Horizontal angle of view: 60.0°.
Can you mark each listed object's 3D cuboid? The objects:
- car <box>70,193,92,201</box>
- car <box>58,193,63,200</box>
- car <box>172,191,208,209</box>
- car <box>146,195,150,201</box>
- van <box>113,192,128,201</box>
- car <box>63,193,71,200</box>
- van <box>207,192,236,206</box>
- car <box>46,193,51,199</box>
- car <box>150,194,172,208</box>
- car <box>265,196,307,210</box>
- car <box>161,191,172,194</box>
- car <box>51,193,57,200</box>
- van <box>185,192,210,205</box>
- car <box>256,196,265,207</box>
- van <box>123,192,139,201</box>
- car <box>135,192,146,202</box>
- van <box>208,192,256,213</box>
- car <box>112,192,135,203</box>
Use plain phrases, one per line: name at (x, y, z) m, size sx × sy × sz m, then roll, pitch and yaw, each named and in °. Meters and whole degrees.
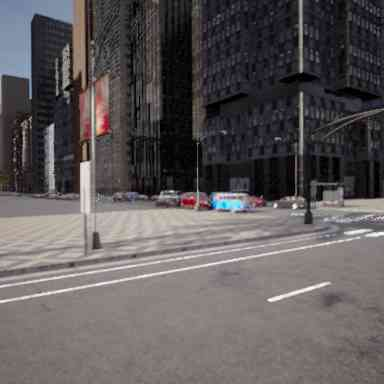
car at (-22.718, 1.223, 68.108) m, size 2.008 × 1.369 × 4.403 m, roll -1°, pitch 0°, yaw -36°
car at (-29.218, 1.198, 77.209) m, size 1.752 × 1.417 × 4.829 m, roll -1°, pitch 0°, yaw -36°
car at (0.377, 0.996, 35.765) m, size 2.192 × 1.841 × 5.009 m, roll -1°, pitch 0°, yaw -36°
car at (-5.883, 1.164, 59.203) m, size 1.802 × 1.307 × 4.206 m, roll -1°, pitch 0°, yaw -36°
van at (-15.784, 0.923, 73.063) m, size 1.690 × 1.788 × 3.998 m, roll -1°, pitch 0°, yaw -36°
car at (-26.018, 1.113, 72.727) m, size 1.967 × 1.590 × 4.097 m, roll -1°, pitch 0°, yaw -36°
van at (4.014, 0.928, 45.341) m, size 1.690 × 1.788 × 3.998 m, roll -1°, pitch 0°, yaw -36°
car at (-35.817, 1.198, 86.449) m, size 1.752 × 1.417 × 4.829 m, roll -1°, pitch 0°, yaw -36°
car at (-2.921, 1.260, 40.387) m, size 1.802 × 1.307 × 4.206 m, roll -1°, pitch 0°, yaw -36°
car at (10.615, 1.146, 36.102) m, size 2.008 × 1.369 × 4.403 m, roll -1°, pitch 0°, yaw -36°
car at (-2.245, 0.869, 44.025) m, size 2.150 × 2.045 × 5.566 m, roll -1°, pitch 1°, yaw -35°
car at (-32.616, 1.238, 81.968) m, size 1.947 × 1.339 × 4.313 m, roll -1°, pitch 0°, yaw -36°
van at (0.714, 0.925, 49.961) m, size 1.690 × 1.788 × 3.998 m, roll -1°, pitch 0°, yaw -36°
car at (7.315, 1.172, 40.722) m, size 1.802 × 1.307 × 4.206 m, roll -1°, pitch 0°, yaw -36°
van at (-12.485, 0.923, 68.442) m, size 1.690 × 1.788 × 3.998 m, roll -1°, pitch 0°, yaw -36°
car at (-9.183, 1.164, 63.823) m, size 1.802 × 1.307 × 4.206 m, roll -1°, pitch 0°, yaw -36°
van at (3.677, 1.027, 31.145) m, size 1.690 × 1.788 × 3.998 m, roll -1°, pitch 0°, yaw -36°
car at (-12.389, 1.125, 58.396) m, size 1.882 × 1.535 × 5.008 m, roll -1°, pitch 0°, yaw -36°
